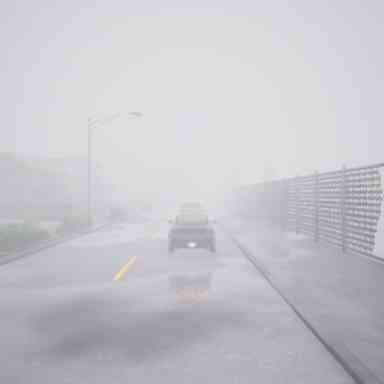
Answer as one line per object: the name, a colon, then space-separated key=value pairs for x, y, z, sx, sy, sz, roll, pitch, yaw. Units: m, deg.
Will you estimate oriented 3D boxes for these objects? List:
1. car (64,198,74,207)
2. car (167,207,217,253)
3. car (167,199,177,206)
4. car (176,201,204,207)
car: x=-17.287 y=1.539 z=42.934 sx=3.633 sy=1.501 sz=1.845 roll=0 pitch=-1 yaw=0
car: x=0.001 y=1.643 z=14.298 sx=1.837 sy=1.490 sz=4.892 roll=0 pitch=0 yaw=0
car: x=-3.879 y=2.183 z=67.747 sx=2.033 sy=1.411 sz=5.357 roll=0 pitch=-1 yaw=-16
car: x=-0.004 y=1.625 z=29.079 sx=2.097 sy=1.767 sz=4.553 roll=0 pitch=-1 yaw=0
